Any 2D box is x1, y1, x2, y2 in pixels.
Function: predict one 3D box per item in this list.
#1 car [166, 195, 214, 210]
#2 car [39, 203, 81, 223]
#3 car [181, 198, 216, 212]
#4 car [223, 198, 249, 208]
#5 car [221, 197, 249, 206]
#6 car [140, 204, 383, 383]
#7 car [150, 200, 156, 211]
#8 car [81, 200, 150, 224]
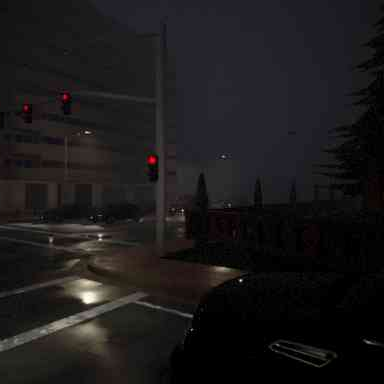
[{"bbox_3d":[-0.192,1.283,33.587,2.150,2.045,5.566,0,0,35],"label":"car"},{"bbox_3d":[-9.599,1.588,26.184,1.812,1.442,4.674,0,0,35],"label":"car"},{"bbox_3d":[0.870,1.567,41.232,1.837,1.490,4.892,0,0,35],"label":"car"},{"bbox_3d":[6.562,1.626,49.357,1.994,1.385,4.181,0,0,36],"label":"car"},{"bbox_3d":[5.469,1.413,41.706,2.097,1.767,4.553,0,0,35],"label":"car"},{"bbox_3d":[2.431,1.221,2.127,5.566,2.045,2.150,0,0,37],"label":"car"},{"bbox_3d":[-4.392,1.588,33.654,1.812,1.442,4.674,0,0,35],"label":"car"},{"bbox_3d":[-5.748,1.566,25.592,1.837,1.490,4.892,0,0,35],"label":"car"}]
